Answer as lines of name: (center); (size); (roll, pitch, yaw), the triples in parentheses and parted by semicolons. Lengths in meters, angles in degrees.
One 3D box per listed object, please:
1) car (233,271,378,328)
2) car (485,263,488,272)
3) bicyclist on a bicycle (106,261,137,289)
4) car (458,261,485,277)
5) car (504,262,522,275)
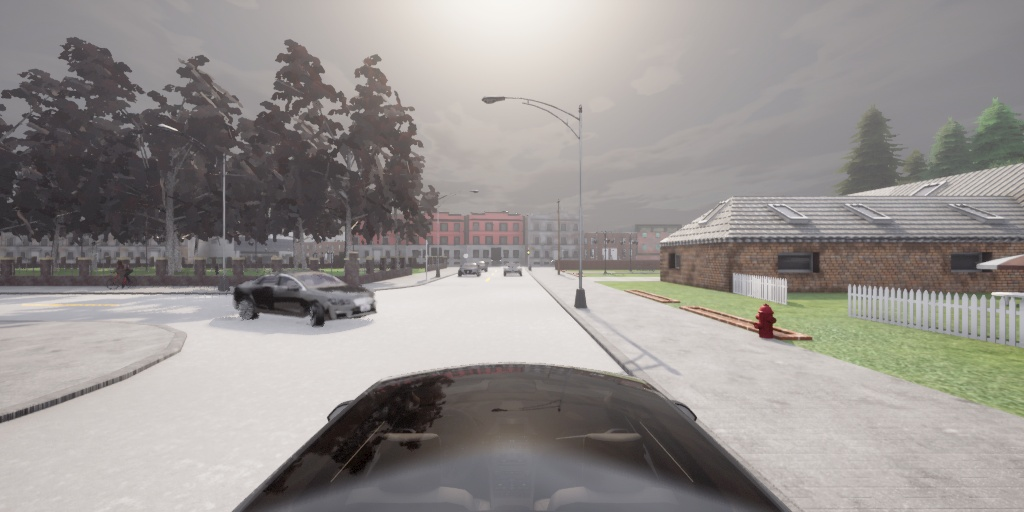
car: (-6.516, 1.242, 11.303); (4.902, 1.511, 2.128); (0, 0, 22)
car: (-4.108, 1.314, 45.581); (1.994, 1.385, 4.181); (0, 0, 0)
bicyclist on a bicycle: (-22.656, 1.099, 20.842); (0.582, 1.620, 1.656); (0, 0, 0)
car: (-4.124, 1.314, 35.596); (1.994, 1.385, 4.181); (0, 0, 0)
car: (0.082, 1.351, 38.802); (1.895, 1.301, 4.718); (0, 0, 0)
